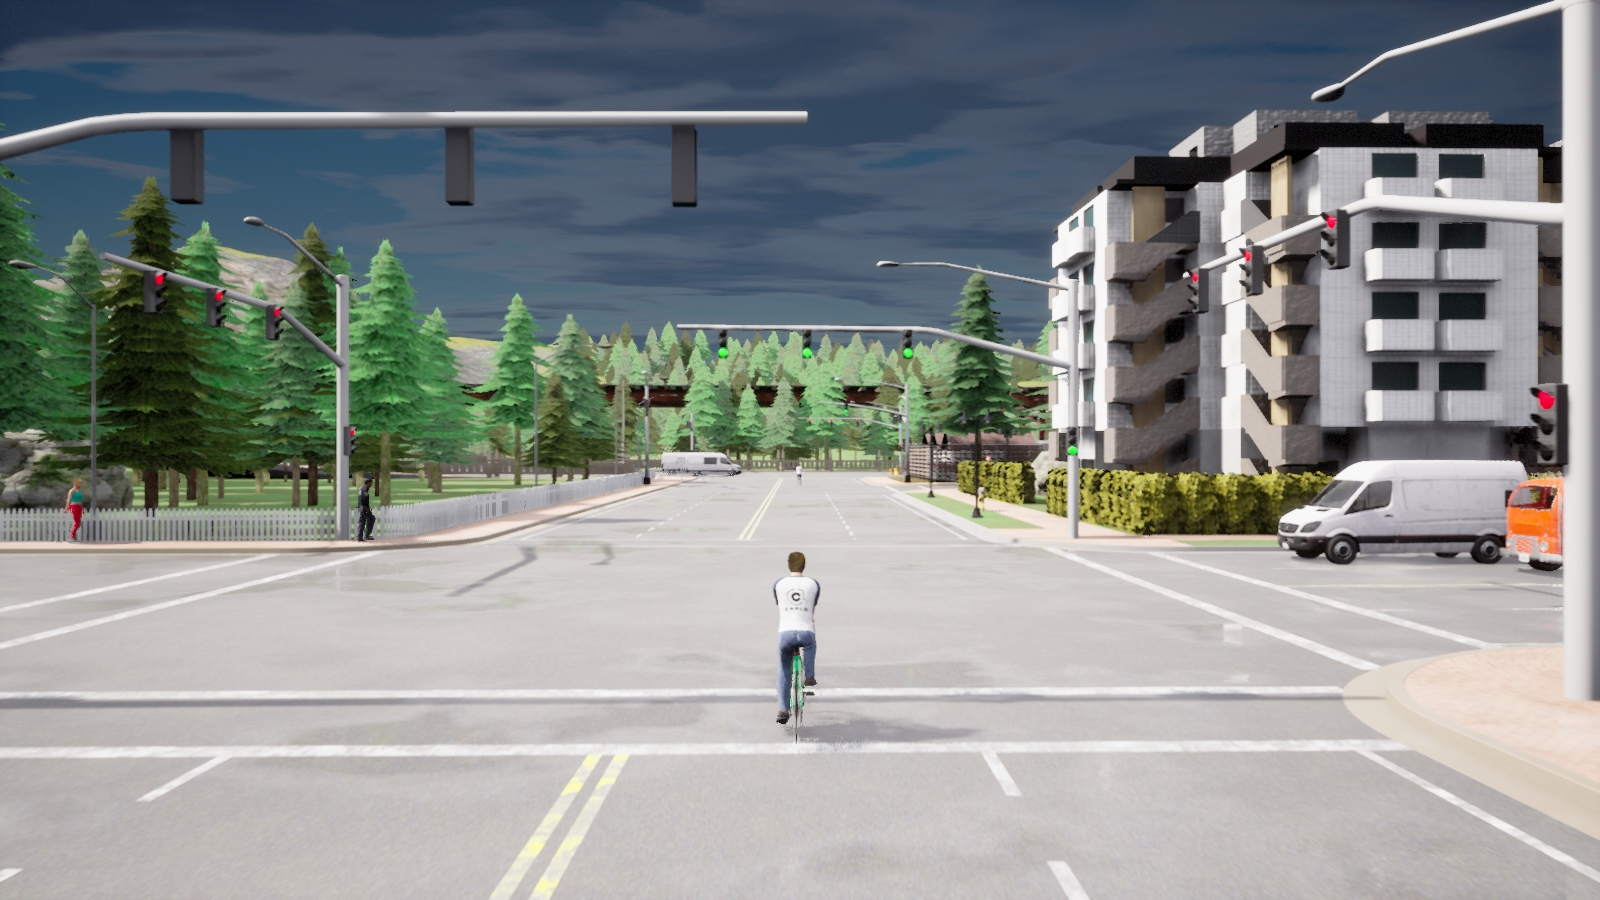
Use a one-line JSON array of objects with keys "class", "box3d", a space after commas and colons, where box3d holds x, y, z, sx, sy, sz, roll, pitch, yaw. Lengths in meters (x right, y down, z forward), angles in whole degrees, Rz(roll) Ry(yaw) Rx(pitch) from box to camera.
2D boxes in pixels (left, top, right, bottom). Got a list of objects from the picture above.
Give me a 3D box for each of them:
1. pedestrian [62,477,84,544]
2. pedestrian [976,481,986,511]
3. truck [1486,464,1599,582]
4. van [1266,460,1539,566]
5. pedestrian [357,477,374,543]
[{"class": "pedestrian", "box3d": [-20.492, 1.704, 32.216, 0.375, 1.860, 0.375, 0, 0, -1]}, {"class": "pedestrian", "box3d": [7.837, 1.989, 49.428, 0.375, 1.300, 0.375, 0, 0, 2]}, {"class": "truck", "box3d": [18.763, 1.574, 25.623, 5.204, 2.467, 2.627, 0, 0, -2]}, {"class": "van", "box3d": [15.179, 1.541, 28.978, 5.915, 2.561, 1.988, 0, 0, -2]}, {"class": "pedestrian", "box3d": [-12.425, 1.705, 32.693, 0.375, 1.860, 0.375, 0, 0, -37]}]
